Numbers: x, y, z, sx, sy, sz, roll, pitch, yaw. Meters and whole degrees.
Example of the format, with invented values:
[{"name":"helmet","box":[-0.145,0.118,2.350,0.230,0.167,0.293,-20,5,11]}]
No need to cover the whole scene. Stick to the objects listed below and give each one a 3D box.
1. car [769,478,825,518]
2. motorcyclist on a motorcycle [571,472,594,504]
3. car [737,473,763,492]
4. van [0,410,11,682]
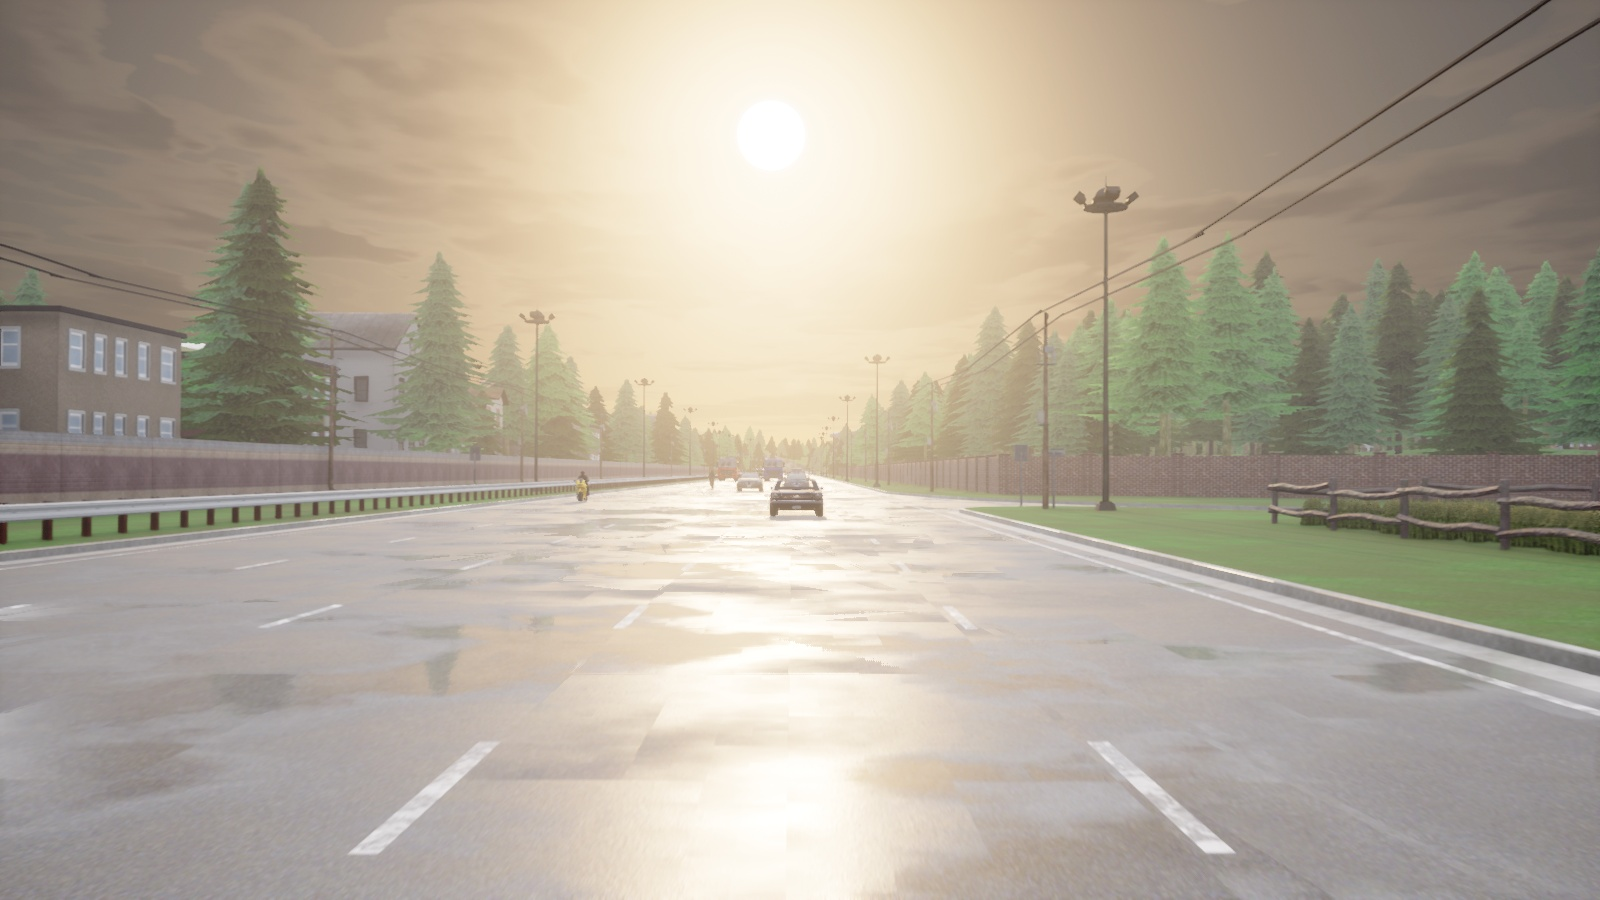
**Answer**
[{"name":"car","box":[-0.106,1.656,44.233,1.895,1.301,4.718,0,-1,0]},{"name":"motorcyclist on a motorcycle","box":[-10.648,1.869,61.577,0.797,1.523,2.044,0,0,0]},{"name":"car","box":[-3.728,2.443,94.854,1.812,1.442,4.674,0,-1,0]},{"name":"van","box":[-7.019,0.688,7.276,2.069,2.038,4.480,0,-1,0]}]
